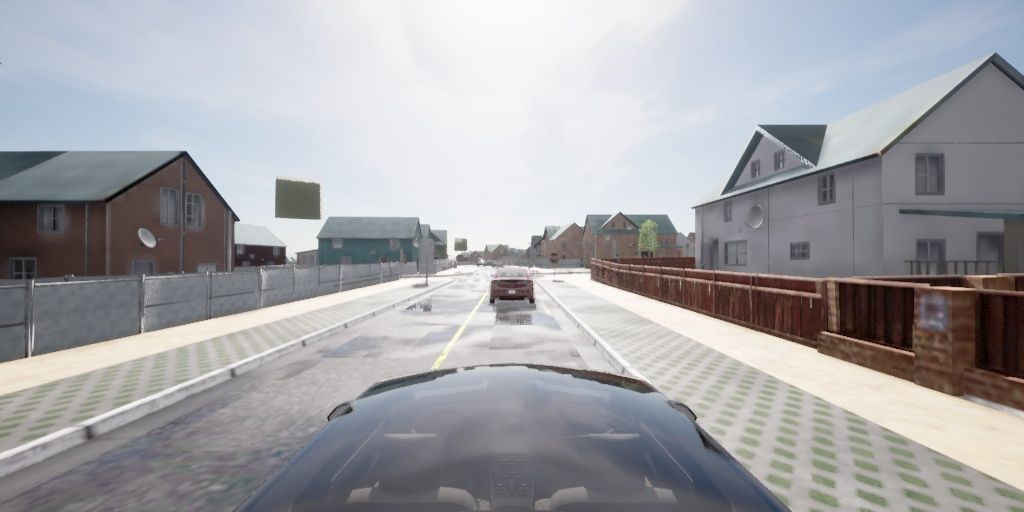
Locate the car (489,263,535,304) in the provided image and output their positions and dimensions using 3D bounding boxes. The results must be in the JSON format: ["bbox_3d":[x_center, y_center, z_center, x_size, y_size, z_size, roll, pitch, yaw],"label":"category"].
[{"bbox_3d":[0.000,1.258,16.497,1.882,1.535,5.008,0,0,0],"label":"car"}]
